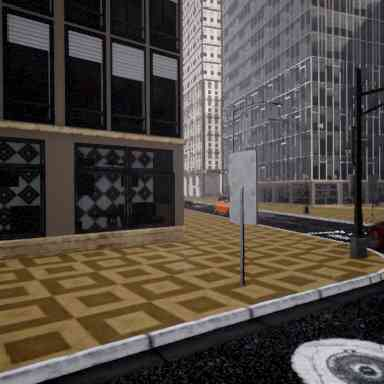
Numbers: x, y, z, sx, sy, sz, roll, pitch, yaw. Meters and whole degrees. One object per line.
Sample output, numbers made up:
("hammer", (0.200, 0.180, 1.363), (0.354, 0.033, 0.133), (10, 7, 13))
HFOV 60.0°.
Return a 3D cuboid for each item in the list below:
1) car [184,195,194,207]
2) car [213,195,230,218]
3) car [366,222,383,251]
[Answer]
("car", (-1.382, 1.075, 41.443), (2.033, 1.411, 5.357), (-1, 1, -18))
("car", (3.437, 1.089, 27.084), (2.097, 1.767, 4.553), (-1, 1, -19))
("car", (7.758, 1.540, 11.127), (1.994, 1.385, 4.181), (0, 1, -2))
